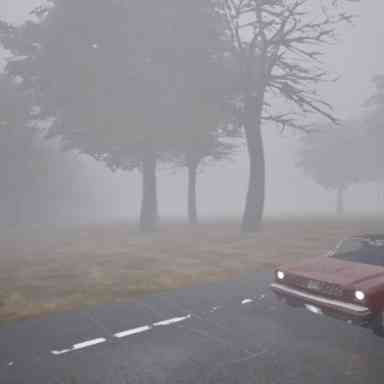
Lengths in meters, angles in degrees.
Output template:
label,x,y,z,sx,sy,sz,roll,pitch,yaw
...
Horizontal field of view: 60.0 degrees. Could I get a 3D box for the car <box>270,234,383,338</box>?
label,x,y,z,sx,sy,sz,roll,pitch,yaw
car,3.764,1.580,6.678,4.718,1.301,1.895,0,0,-36
